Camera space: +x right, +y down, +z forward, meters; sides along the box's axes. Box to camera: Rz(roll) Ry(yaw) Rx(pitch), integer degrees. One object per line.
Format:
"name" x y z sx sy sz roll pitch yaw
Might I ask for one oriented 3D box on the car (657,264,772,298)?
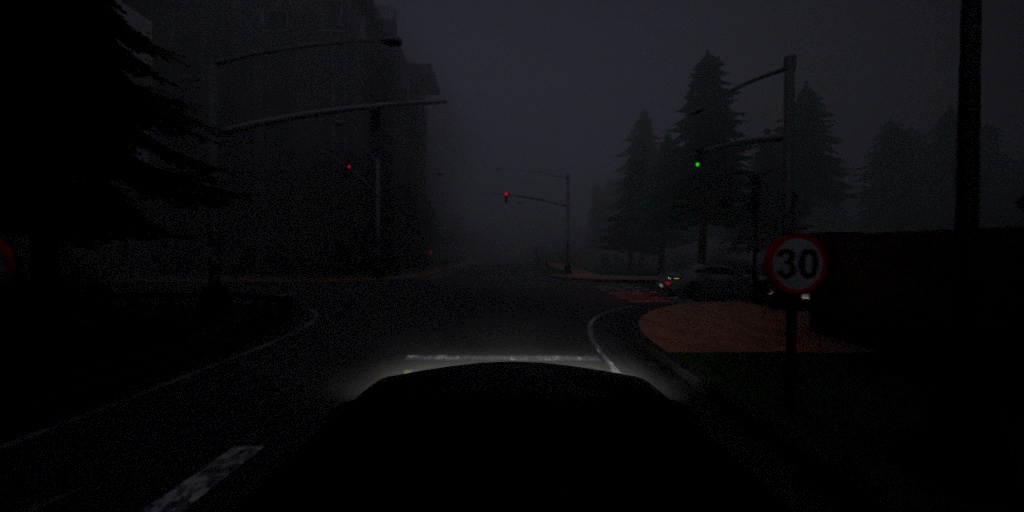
"car" 8.934 1.069 16.007 4.674 1.442 1.812 0 1 -2
